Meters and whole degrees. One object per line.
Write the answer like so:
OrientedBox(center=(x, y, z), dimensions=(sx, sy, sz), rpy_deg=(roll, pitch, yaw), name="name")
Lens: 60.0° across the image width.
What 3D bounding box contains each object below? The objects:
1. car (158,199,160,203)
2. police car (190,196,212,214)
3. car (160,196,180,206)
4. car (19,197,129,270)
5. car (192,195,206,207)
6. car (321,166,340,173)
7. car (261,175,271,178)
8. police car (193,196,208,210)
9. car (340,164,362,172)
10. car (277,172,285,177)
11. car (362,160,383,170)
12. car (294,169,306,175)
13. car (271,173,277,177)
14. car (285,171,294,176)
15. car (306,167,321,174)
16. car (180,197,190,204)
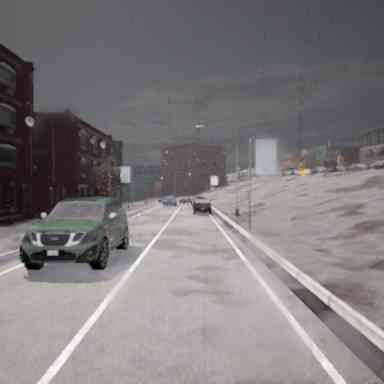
OrientedBox(center=(-7.163, 2.059, 85.285), dimensions=(1.837, 1.490, 4.892), rpy_deg=(-1, -2, -31), name="car")
OrientedBox(center=(1.054, 1.418, 35.068), dimensions=(1.930, 1.638, 5.238), rpy_deg=(0, 0, 0), name="police car")
OrientedBox(center=(-3.599, 1.409, 54.516), dimensions=(2.097, 1.767, 4.553), rpy_deg=(0, -1, 0), name="car")
OrientedBox(center=(-3.598, 1.219, 11.365), dimensions=(2.150, 2.045, 5.566), rpy_deg=(0, 0, 0), name="car")
OrientedBox(center=(1.055, 1.379, 50.938), dimensions=(2.097, 1.767, 4.553), rpy_deg=(0, 0, 0), name="car")
OrientedBox(center=(23.540, -3.531, 53.913), dimensions=(2.163, 1.488, 4.792), rpy_deg=(0, 1, -6), name="car")
OrientedBox(center=(21.504, -4.296, 92.643), dimensions=(2.185, 1.767, 4.553), rpy_deg=(0, 1, -1), name="car")
OrientedBox(center=(1.055, 1.425, 45.072), dimensions=(1.930, 1.638, 5.238), rpy_deg=(0, 0, 0), name="police car")
OrientedBox(center=(24.242, -3.420, 48.439), dimensions=(2.002, 1.452, 4.674), rpy_deg=(0, 1, -7), name="car")
OrientedBox(center=(21.869, -3.962, 76.188), dimensions=(2.231, 1.521, 4.892), rpy_deg=(0, 1, -1), name="car")
OrientedBox(center=(25.047, -3.359, 43.078), dimensions=(2.231, 1.521, 4.892), rpy_deg=(0, 1, -9), name="car")
OrientedBox(center=(22.453, -3.765, 65.109), dimensions=(2.097, 1.535, 5.008), rpy_deg=(0, 1, -4), name="car")
OrientedBox(center=(21.741, -4.040, 81.706), dimensions=(2.231, 1.521, 4.892), rpy_deg=(0, 1, -1), name="car")
OrientedBox(center=(22.101, -3.827, 70.646), dimensions=(2.002, 1.452, 4.674), rpy_deg=(0, 1, -2), name="car")
OrientedBox(center=(22.921, -3.790, 59.604), dimensions=(2.185, 1.767, 4.553), rpy_deg=(0, 1, -5), name="car")
OrientedBox(center=(-1.325, 1.754, 69.338), dimensions=(1.812, 1.442, 4.674), rpy_deg=(0, -1, -17), name="car")
